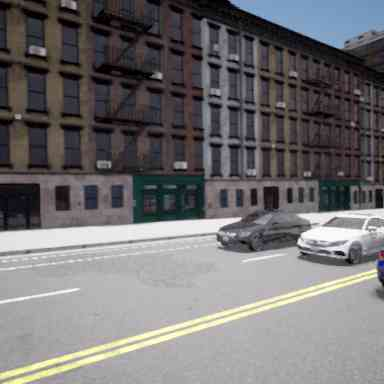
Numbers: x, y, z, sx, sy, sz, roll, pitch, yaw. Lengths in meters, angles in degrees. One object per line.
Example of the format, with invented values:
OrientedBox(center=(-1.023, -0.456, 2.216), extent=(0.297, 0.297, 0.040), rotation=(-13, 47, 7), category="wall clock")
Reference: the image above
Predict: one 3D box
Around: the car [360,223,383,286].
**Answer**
OrientedBox(center=(6.112, 1.507, 7.794), extent=(4.674, 1.442, 1.812), rotation=(0, 0, -35), category="car")

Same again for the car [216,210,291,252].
OrientedBox(center=(3.164, 1.505, 13.913), extent=(4.674, 1.442, 1.812), rotation=(0, 0, -35), category="car")

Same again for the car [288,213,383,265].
OrientedBox(center=(5.727, 1.504, 11.747), extent=(4.674, 1.442, 1.812), rotation=(0, 0, -35), category="car")
